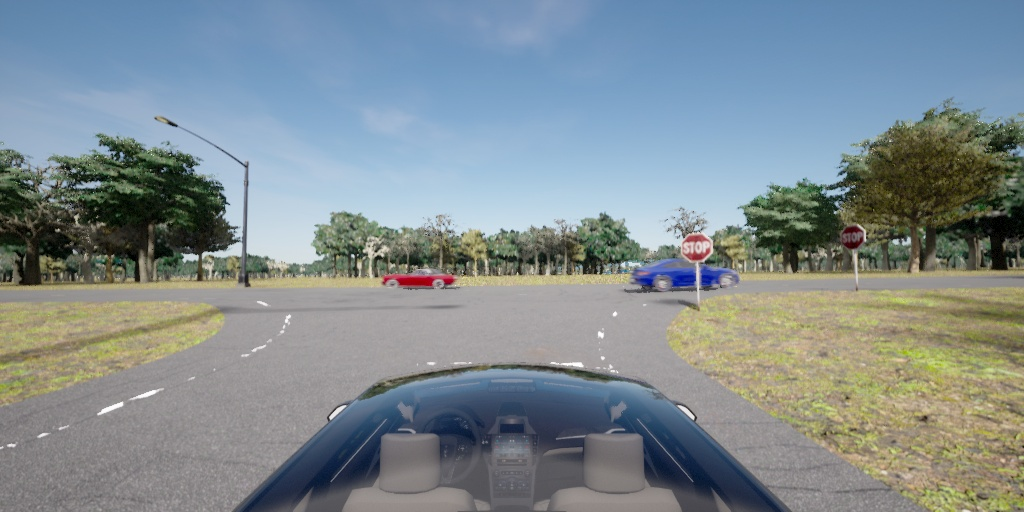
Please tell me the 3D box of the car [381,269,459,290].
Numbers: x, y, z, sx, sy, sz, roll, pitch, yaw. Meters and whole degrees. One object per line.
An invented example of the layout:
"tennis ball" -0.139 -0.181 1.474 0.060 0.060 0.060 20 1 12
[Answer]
"car" -5.917 1.494 23.203 4.718 1.301 1.895 0 -2 0

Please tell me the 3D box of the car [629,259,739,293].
"car" 7.767 0.853 16.372 4.674 1.442 1.812 -2 -3 -1
